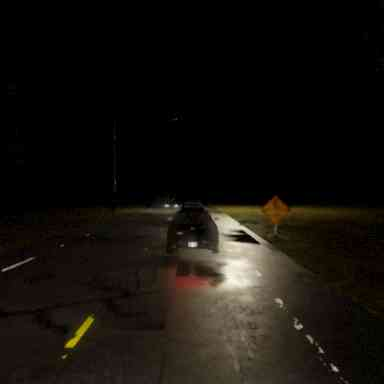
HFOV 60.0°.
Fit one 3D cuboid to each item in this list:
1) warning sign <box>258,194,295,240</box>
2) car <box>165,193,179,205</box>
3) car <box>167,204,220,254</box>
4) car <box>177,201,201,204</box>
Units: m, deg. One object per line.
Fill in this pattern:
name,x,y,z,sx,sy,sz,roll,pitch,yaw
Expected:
warning sign,3.555,1.044,14.138,1.300,1.860,1.060,0,0,0
car,-3.544,1.195,59.511,2.150,2.045,5.566,0,0,1
car,0.047,1.437,13.231,1.837,1.490,4.892,0,1,0
car,0.041,1.499,27.621,1.895,1.301,4.718,0,0,1
